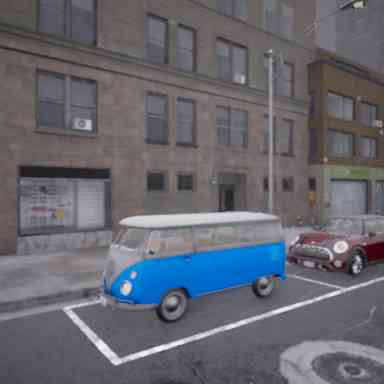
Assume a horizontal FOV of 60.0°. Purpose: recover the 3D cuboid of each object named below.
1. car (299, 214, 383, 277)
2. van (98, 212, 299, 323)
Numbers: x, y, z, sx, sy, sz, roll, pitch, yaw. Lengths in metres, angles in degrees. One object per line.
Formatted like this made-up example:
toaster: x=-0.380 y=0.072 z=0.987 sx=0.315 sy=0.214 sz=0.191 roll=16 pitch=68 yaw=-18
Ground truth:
car: x=4.809 y=1.438 z=10.200 sx=4.097 sy=1.590 sz=1.967 roll=0 pitch=0 yaw=-36
van: x=0.195 y=1.340 z=6.906 sx=3.998 sy=1.788 sz=1.690 roll=0 pitch=0 yaw=-36
